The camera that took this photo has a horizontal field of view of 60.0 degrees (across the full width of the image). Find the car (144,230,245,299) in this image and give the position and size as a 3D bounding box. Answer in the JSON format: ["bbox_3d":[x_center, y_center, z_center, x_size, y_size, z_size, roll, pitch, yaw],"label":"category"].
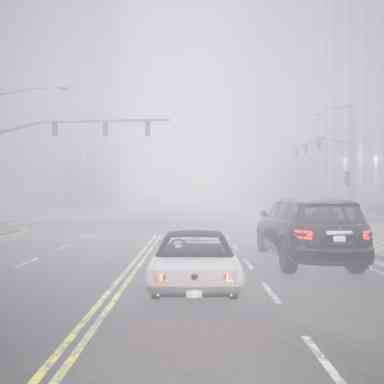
[{"bbox_3d":[0.067,1.600,8.369,1.895,1.301,4.718,0,0,1],"label":"car"}]

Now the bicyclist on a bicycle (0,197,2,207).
[{"bbox_3d":[-26.380,1.294,45.389,0.582,1.620,1.656,0,0,-1],"label":"bicyclist on a bicycle"}]

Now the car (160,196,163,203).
[{"bbox_3d":[-6.953,1.537,67.860,2.033,1.411,5.357,0,0,0],"label":"car"}]

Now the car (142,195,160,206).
[{"bbox_3d":[-7.040,1.343,55.236,2.097,1.767,4.553,0,0,0],"label":"car"}]

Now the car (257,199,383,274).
[{"bbox_3d":[3.583,1.220,10.723,2.150,2.045,5.566,0,0,0],"label":"car"}]
